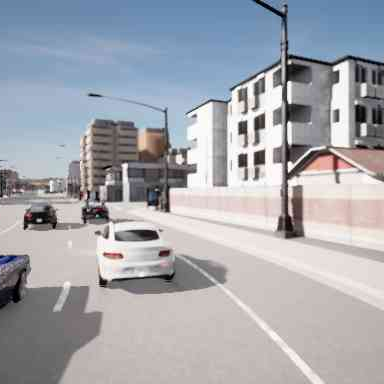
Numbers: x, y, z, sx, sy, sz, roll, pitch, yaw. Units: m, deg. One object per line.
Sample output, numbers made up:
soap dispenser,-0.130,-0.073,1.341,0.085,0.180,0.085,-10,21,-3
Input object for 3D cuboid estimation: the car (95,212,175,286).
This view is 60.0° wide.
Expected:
car,-1.718,1.508,9.386,1.812,1.442,4.674,0,0,-16

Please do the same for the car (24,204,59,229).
car,-9.770,1.505,21.674,1.812,1.442,4.674,0,0,-20

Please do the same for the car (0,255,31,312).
car,-4.058,1.601,5.164,1.895,1.301,4.718,0,0,-11

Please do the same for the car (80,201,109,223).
car,-7.434,1.454,25.377,2.128,1.511,4.902,0,0,-21
